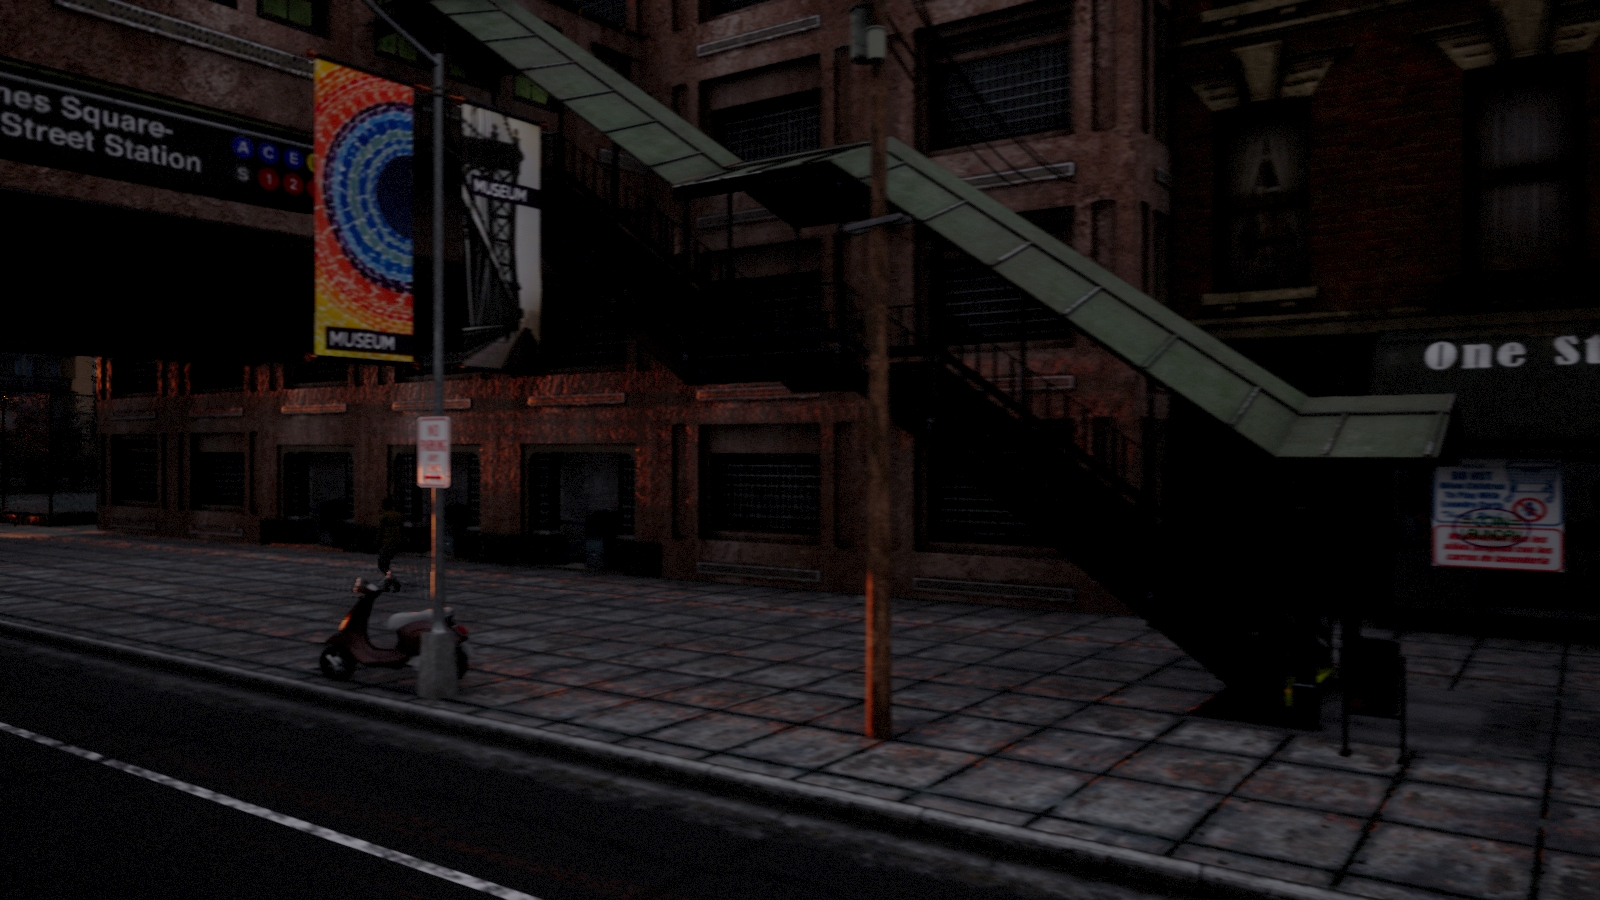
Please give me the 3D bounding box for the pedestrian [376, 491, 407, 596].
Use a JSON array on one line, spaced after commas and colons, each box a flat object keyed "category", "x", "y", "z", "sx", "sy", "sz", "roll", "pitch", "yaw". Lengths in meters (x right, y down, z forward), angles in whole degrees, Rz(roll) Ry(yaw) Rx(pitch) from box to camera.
[{"category": "pedestrian", "x": -7.463, "y": 1.696, "z": 20.874, "sx": 0.375, "sy": 1.860, "sz": 0.375, "roll": 0, "pitch": 0, "yaw": 30}]
